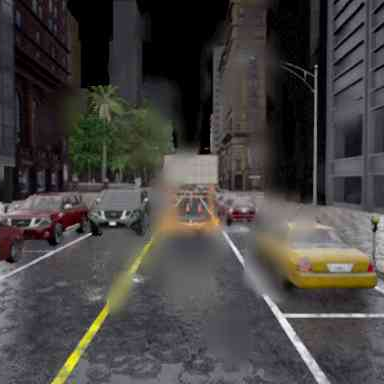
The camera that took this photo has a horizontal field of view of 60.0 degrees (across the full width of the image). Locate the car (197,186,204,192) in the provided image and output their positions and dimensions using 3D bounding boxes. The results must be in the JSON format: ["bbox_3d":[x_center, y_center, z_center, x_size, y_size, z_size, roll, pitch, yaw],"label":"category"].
[{"bbox_3d":[2.468,-0.834,94.542,1.752,1.417,4.829,0,1,0],"label":"car"}]

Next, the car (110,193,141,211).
[{"bbox_3d":[-5.859,0.799,29.976,1.887,1.381,4.507,0,1,0],"label":"car"}]

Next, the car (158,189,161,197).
[{"bbox_3d":[-5.910,0.294,46.247,1.967,1.590,4.097,0,1,0],"label":"car"}]

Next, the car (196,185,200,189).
[{"bbox_3d":[2.502,-0.516,83.536,1.947,1.339,4.313,0,1,0],"label":"car"}]

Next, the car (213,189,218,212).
[{"bbox_3d":[2.682,0.823,24.564,1.967,1.590,4.097,0,1,0],"label":"car"}]

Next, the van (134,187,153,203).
[{"bbox_3d":[-5.894,0.329,40.820,1.690,1.788,3.998,0,1,0],"label":"van"}]

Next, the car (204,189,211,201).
[{"bbox_3d":[2.649,0.668,35.413,2.008,1.369,4.403,0,1,0],"label":"car"}]

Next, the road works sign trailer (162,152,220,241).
[{"bbox_3d":[-0.046,0.100,14.383,2.380,3.560,2.880,0,1,0],"label":"road works sign trailer"}]

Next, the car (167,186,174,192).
[{"bbox_3d":[-6.057,-0.911,94.363,1.967,1.590,4.097,0,1,0],"label":"car"}]

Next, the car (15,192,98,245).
[{"bbox_3d":[-5.810,0.971,13.698,2.192,1.841,5.009,0,1,0],"label":"car"}]

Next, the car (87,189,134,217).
[{"bbox_3d":[-5.844,0.703,24.546,2.192,1.841,5.009,0,1,0],"label":"car"}]

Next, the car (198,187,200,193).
[{"bbox_3d":[2.583,0.147,57.108,1.947,1.339,4.313,0,1,0],"label":"car"}]

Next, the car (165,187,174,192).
[{"bbox_3d":[-6.040,-0.663,88.948,2.008,1.369,4.403,0,1,0],"label":"car"}]

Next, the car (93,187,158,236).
[{"bbox_3d":[-3.150,0.821,15.923,2.150,2.045,5.566,0,1,0],"label":"car"}]

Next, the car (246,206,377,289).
[{"bbox_3d":[2.732,1.308,8.466,1.752,1.417,4.829,0,1,0],"label":"car"}]

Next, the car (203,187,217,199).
[{"bbox_3d":[2.632,0.505,41.006,1.752,1.417,4.829,0,1,0],"label":"car"}]

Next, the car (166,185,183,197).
[{"bbox_3d":[-3.179,-0.403,57.827,2.150,2.045,5.566,0,1,0],"label":"car"}]

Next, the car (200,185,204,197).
[{"bbox_3d":[2.615,0.165,46.254,2.192,1.841,5.009,0,1,0],"label":"car"}]

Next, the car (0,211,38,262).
[{"bbox_3d":[-5.792,1.373,8.280,1.802,1.307,4.206,0,1,0],"label":"car"}]

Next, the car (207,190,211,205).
[{"bbox_3d":[2.665,0.795,29.990,1.887,1.381,4.507,0,1,0],"label":"car"}]

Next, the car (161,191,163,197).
[{"bbox_3d":[-5.943,0.167,57.100,1.802,1.307,4.206,0,1,0],"label":"car"}]

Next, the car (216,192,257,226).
[{"bbox_3d":[2.699,0.957,19.140,1.967,1.590,4.097,0,1,0],"label":"car"}]
